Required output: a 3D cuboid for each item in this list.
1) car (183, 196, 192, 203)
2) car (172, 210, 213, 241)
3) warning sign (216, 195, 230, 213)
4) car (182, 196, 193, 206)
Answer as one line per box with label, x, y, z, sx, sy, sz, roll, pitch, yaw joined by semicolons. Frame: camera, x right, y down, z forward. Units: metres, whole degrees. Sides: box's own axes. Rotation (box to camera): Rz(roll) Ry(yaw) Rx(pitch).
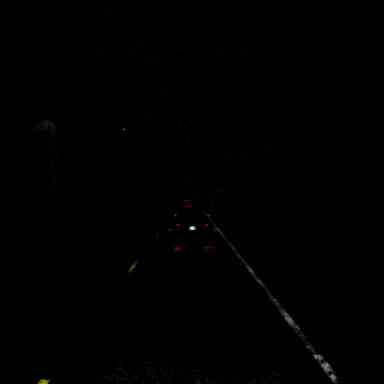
car;-1.052;1.598;72.774;1.882;1.535;5.008;0;0;-2
car;0.002;1.629;17.070;1.994;1.385;4.181;0;0;0
warning sign;3.268;1.250;35.255;1.300;1.860;1.060;1;0;-1
car;-0.793;1.749;62.351;1.837;1.490;4.892;0;0;-1
